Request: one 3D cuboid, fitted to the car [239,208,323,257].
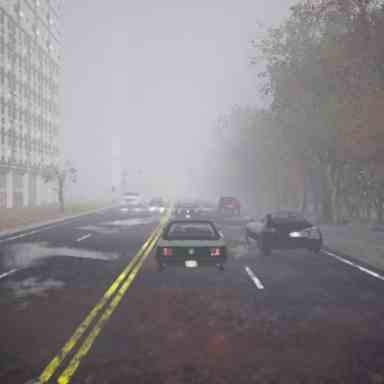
[{"bbox_3d":[3.201,1.369,12.419,1.994,1.385,4.181,-3,-2,-1],"label":"car"}]

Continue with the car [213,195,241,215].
[{"bbox_3d":[2.927,1.072,28.587,1.882,1.535,5.008,2,-3,-2],"label":"car"}]

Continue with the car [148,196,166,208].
[{"bbox_3d":[-4.346,1.235,41.635,1.994,1.385,4.181,0,0,-3],"label":"car"}]

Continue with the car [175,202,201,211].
[{"bbox_3d":[-0.337,1.395,25.655,1.895,1.301,4.718,0,0,-1],"label":"car"}]

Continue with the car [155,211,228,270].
[{"bbox_3d":[-0.024,1.515,10.633,1.895,1.301,4.718,0,0,0],"label":"car"}]

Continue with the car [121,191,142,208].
[{"bbox_3d":[-7.634,0.888,42.500,2.150,2.045,5.566,0,0,-3],"label":"car"}]
